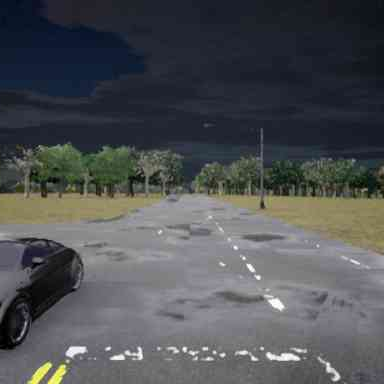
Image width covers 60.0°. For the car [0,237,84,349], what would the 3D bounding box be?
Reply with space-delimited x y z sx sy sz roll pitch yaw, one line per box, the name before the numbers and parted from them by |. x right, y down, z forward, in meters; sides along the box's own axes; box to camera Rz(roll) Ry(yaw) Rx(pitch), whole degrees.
car | -3.506 1.562 6.102 1.994 1.385 4.181 0 0 0

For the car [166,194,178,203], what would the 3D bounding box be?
car | -3.766 1.160 63.451 2.097 1.767 4.553 0 0 0
